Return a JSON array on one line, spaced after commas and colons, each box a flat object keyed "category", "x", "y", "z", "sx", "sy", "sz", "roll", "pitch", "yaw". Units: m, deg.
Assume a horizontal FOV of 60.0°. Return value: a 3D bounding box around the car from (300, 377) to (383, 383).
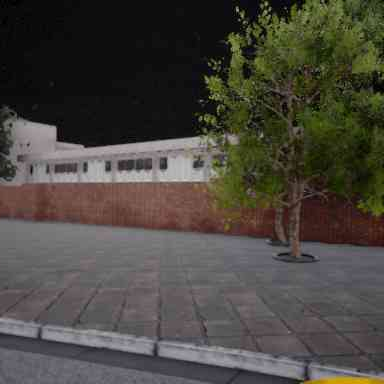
[{"category": "car", "x": 2.435, "y": 1.480, "z": 0.825, "sx": 5.008, "sy": 1.535, "sz": 1.882, "roll": 0, "pitch": 0, "yaw": 24}]
